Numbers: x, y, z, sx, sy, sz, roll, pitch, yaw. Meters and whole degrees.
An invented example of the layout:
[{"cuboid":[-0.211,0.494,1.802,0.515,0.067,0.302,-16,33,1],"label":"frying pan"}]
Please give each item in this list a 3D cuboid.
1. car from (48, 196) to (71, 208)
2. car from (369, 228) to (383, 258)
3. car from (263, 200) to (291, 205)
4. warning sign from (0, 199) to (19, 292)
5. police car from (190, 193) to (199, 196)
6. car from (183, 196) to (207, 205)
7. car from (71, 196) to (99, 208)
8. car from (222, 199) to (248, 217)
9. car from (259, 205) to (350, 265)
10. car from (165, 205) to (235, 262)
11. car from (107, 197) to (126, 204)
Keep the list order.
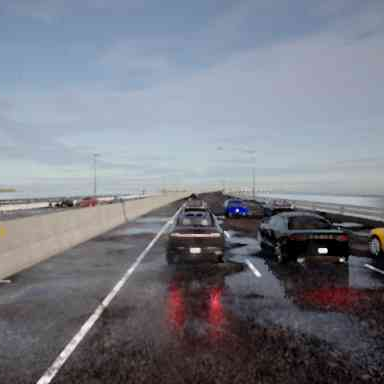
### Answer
[{"cuboid":[-17.216,1.328,43.947,2.128,1.511,4.902,0,0,1],"label":"car"},{"cuboid":[7.097,1.446,9.581,1.882,1.535,5.008,0,0,0],"label":"car"},{"cuboid":[7.248,1.392,28.237,2.128,1.511,4.902,0,0,1],"label":"car"},{"cuboid":[-4.546,1.092,6.952,1.300,1.860,1.060,0,0,0],"label":"warning sign"},{"cuboid":[0.349,1.056,86.911,1.930,1.638,5.238,0,0,2],"label":"police car"},{"cuboid":[0.248,1.391,28.257,2.128,1.511,4.902,0,0,1],"label":"car"},{"cuboid":[-13.720,1.315,43.809,1.882,1.535,5.008,0,0,1],"label":"car"},{"cuboid":[3.768,1.372,29.828,1.882,1.535,5.008,0,0,1],"label":"car"},{"cuboid":[3.613,1.438,11.596,1.882,1.535,5.008,0,0,0],"label":"car"},{"cuboid":[0.117,1.450,11.922,2.128,1.511,4.902,0,0,0],"label":"car"},{"cuboid":[-10.187,1.396,45.348,1.994,1.385,4.181,0,0,1],"label":"car"}]
